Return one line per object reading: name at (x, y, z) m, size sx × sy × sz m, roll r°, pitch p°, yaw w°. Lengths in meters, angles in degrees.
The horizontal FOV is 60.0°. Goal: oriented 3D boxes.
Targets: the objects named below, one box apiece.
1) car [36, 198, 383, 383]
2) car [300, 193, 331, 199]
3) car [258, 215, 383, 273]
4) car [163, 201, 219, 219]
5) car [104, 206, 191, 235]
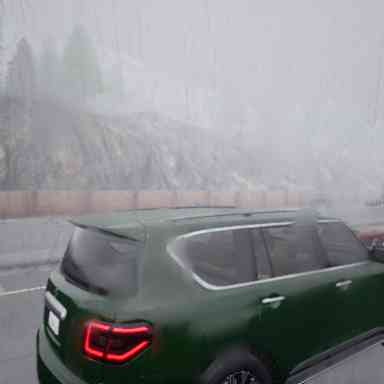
car at (0.984, 1.214, 4.447) m, size 5.566 × 2.045 × 2.150 m, roll 0°, pitch 0°, yaw -36°
car at (17.249, 1.128, 46.361) m, size 5.566 × 2.045 × 2.150 m, roll 0°, pitch 0°, yaw -35°
car at (4.585, 1.577, 11.306) m, size 4.718 × 1.301 × 1.895 m, roll 0°, pitch 0°, yaw -35°
car at (-0.031, 1.561, 29.761) m, size 4.718 × 1.301 × 1.895 m, roll 0°, pitch 0°, yaw -35°
car at (-2.510, 1.580, 19.396) m, size 4.718 × 1.301 × 1.895 m, roll 0°, pitch 0°, yaw -35°
